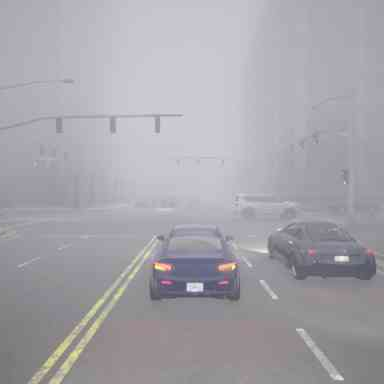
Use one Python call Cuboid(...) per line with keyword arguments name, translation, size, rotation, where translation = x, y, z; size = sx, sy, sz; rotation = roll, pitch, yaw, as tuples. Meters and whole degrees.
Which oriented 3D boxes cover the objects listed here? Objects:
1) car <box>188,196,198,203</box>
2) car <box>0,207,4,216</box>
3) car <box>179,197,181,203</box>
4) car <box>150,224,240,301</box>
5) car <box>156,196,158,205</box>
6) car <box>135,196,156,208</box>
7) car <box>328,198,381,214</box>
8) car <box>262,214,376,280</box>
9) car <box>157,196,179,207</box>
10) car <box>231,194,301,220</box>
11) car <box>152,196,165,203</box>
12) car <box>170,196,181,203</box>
Cuboid(name="car", translation=(0.226, 1.556, 67.119), size=(1.994, 1.385, 4.181), rotation=(0, 0, 0))
Cuboid(name="car", translation=(-17.842, 1.433, 26.911), size=(4.902, 1.511, 2.128), rotation=(0, 0, 0))
Cuboid(name="car", translation=(-3.464, 1.470, 59.205), size=(1.882, 1.535, 5.008), rotation=(0, 0, 0))
Cuboid(name="car", translation=(0.075, 1.525, 8.212), size=(1.812, 1.442, 4.674), rotation=(0, 0, 1))
Cuboid(name="car", translation=(-6.972, 1.498, 58.140), size=(1.837, 1.490, 4.892), rotation=(0, 0, 0))
Cuboid(name="car", translation=(-7.007, 1.541, 48.407), size=(2.033, 1.411, 5.357), rotation=(0, 0, 0))
Cuboid(name="car", translation=(16.770, 1.418, 34.460), size=(5.008, 1.535, 1.882), rotation=(0, 0, 0))
Cuboid(name="car", translation=(3.590, 1.562, 9.950), size=(1.994, 1.385, 4.181), rotation=(0, 0, 0))
Cuboid(name="car", translation=(-3.502, 1.486, 49.614), size=(2.128, 1.511, 4.902), rotation=(0, 0, 0))
Cuboid(name="car", translation=(5.963, 1.185, 27.204), size=(5.566, 2.045, 2.150), rotation=(0, 0, -1))
Cuboid(name="car", translation=(-6.875, 1.539, 68.588), size=(2.033, 1.411, 5.357), rotation=(0, 0, 0))
Cuboid(name="car", translation=(-3.370, 1.556, 69.208), size=(1.994, 1.385, 4.181), rotation=(0, 0, 0))
